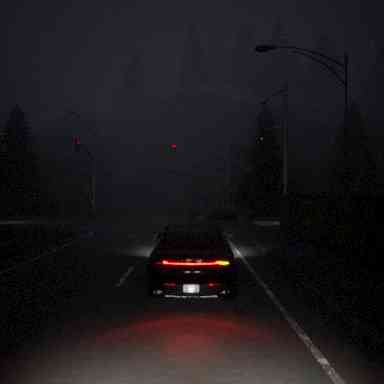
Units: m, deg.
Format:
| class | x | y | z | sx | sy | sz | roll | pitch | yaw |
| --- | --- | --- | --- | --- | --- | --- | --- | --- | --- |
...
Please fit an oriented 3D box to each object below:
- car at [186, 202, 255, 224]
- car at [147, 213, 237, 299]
| class | x | y | z | sx | sy | sz | roll | pitch | yaw |
| --- | --- | --- | --- | --- | --- | --- | --- | --- | --- |
| car | 2.023 | 1.486 | 23.920 | 4.902 | 1.511 | 2.128 | 0 | 0 | 1 |
| car | 0.026 | 1.503 | 8.458 | 1.837 | 1.490 | 4.892 | 0 | 0 | 1 |
